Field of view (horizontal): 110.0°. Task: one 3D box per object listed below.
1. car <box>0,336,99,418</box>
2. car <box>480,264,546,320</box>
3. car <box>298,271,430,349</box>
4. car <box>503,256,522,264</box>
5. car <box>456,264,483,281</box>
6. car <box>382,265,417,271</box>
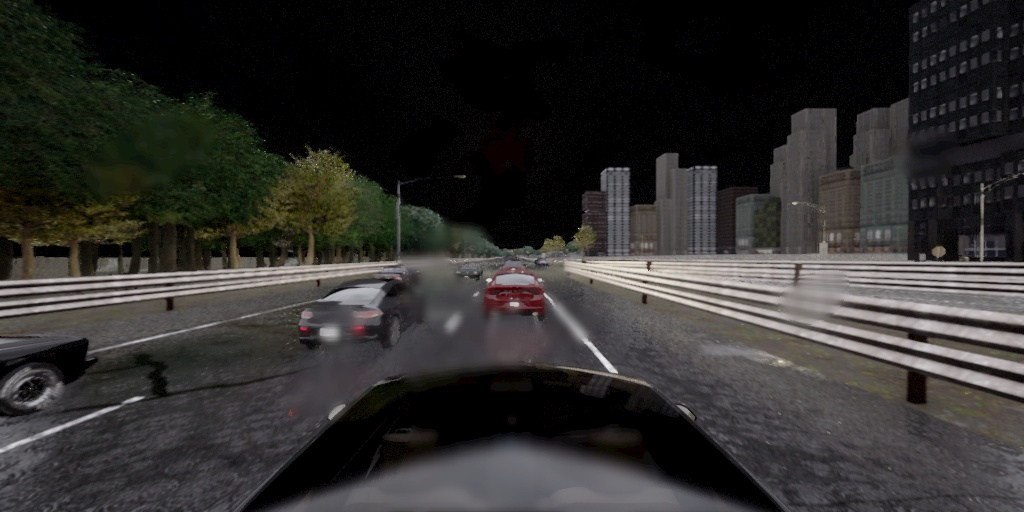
[{"bbox_3d":[-6.902,1.351,2.972,1.895,1.301,4.718,0,0,0],"label":"car"},{"bbox_3d":[0.103,1.223,12.674,1.882,1.535,5.008,0,0,0],"label":"car"},{"bbox_3d":[-3.399,1.274,9.005,1.812,1.442,4.674,0,0,0],"label":"car"},{"bbox_3d":[0.109,1.071,30.556,2.097,1.767,4.553,0,0,0],"label":"car"},{"bbox_3d":[-3.391,1.322,29.637,1.895,1.301,4.718,0,0,0],"label":"car"},{"bbox_3d":[-6.891,1.282,22.184,2.033,1.411,5.357,0,0,0],"label":"car"}]
